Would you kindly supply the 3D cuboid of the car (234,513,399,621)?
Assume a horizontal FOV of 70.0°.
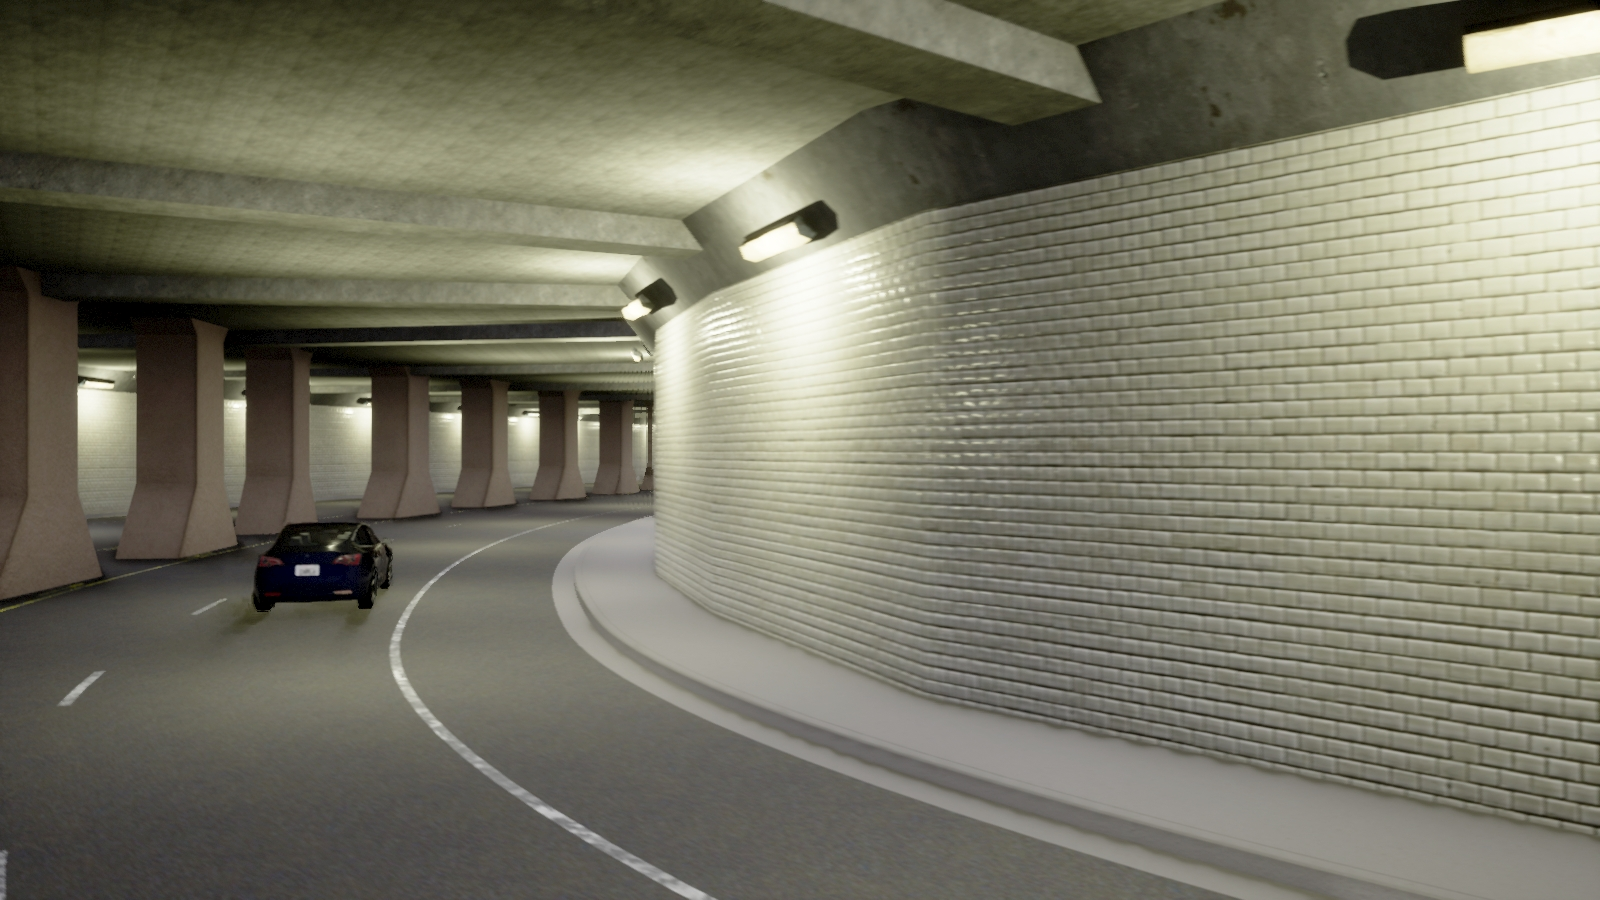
[{"bbox_3d":[-8.869,2.067,21.410,2.163,1.488,4.792,0,0,-14],"label":"car"}]
